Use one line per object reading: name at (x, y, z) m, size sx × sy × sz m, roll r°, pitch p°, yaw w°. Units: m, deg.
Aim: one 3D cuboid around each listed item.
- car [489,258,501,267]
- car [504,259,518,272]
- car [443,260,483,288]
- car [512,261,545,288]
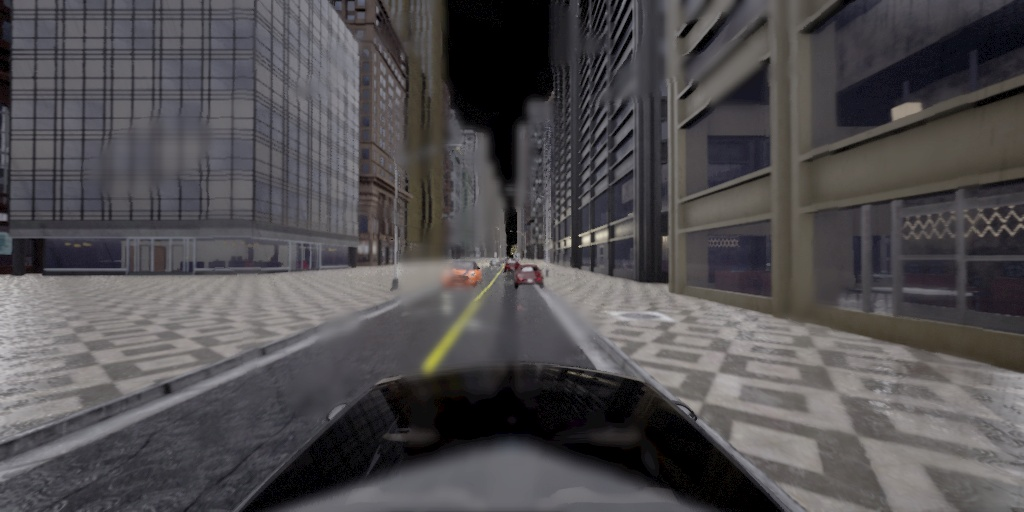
car at (-3.010, 1.186, 64.283) m, size 2.128 × 1.511 × 4.902 m, roll 0°, pitch 0°, yaw 1°
car at (0.049, 1.187, 44.016) m, size 1.882 × 1.535 × 5.008 m, roll 0°, pitch 0°, yaw 1°
car at (-3.091, 1.081, 23.147) m, size 2.097 × 1.767 × 4.553 m, roll 0°, pitch 0°, yaw 0°
car at (1.054, 1.255, 23.104) m, size 1.812 × 1.442 × 4.674 m, roll 0°, pitch 0°, yaw 0°
